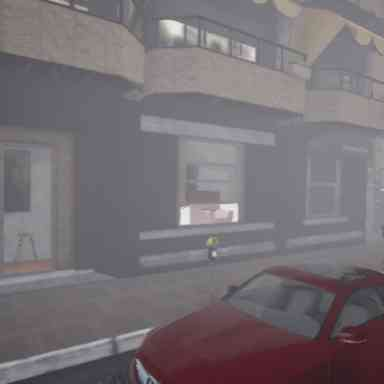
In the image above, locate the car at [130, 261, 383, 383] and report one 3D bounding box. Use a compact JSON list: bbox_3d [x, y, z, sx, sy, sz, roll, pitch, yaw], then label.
[{"bbox_3d":[1.376,1.552,3.892,4.206,1.307,1.802,1,0,-34],"label":"car"}]
